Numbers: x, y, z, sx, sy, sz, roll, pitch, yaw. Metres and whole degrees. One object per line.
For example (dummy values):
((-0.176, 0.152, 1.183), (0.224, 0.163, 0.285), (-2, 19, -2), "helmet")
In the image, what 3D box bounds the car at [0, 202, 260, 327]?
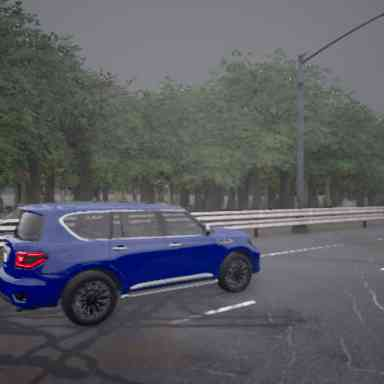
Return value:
((-1.013, 1.244, 7.292), (5.566, 2.045, 2.150), (1, 0, -35), "car")
